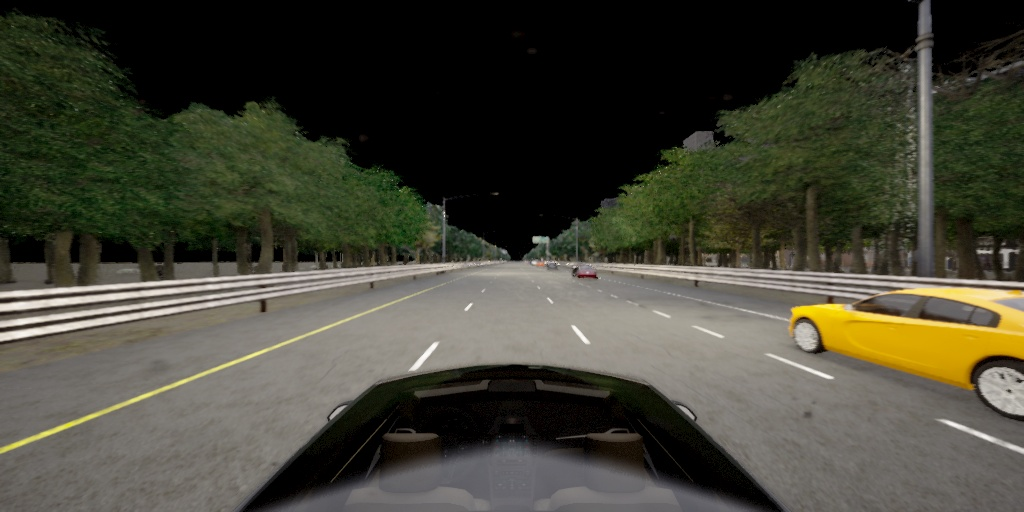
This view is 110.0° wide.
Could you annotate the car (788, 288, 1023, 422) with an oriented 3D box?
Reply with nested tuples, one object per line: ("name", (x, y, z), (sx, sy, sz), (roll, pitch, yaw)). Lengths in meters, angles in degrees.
("car", (7.001, 1.245, 5.817), (1.882, 1.535, 5.008), (0, 0, 0))

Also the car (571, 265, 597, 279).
("car", (7.064, 1.541, 35.499), (1.994, 1.385, 4.181), (0, -1, 0))
